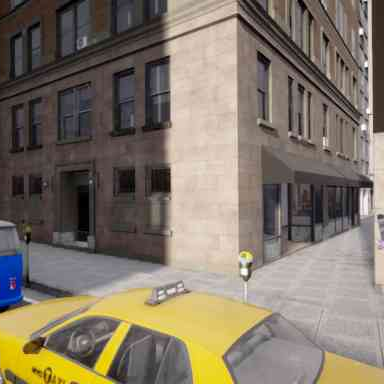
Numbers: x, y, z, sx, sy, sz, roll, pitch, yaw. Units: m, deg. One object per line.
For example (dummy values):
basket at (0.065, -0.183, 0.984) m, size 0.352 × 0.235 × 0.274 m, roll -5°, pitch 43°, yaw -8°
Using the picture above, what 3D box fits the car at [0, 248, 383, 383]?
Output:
car at (-0.432, 1.525, 3.168) m, size 4.829 × 1.417 × 1.752 m, roll 0°, pitch -1°, yaw 36°

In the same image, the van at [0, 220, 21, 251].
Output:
van at (-4.908, 1.342, 6.371) m, size 3.998 × 1.788 × 1.690 m, roll 0°, pitch -1°, yaw 36°
